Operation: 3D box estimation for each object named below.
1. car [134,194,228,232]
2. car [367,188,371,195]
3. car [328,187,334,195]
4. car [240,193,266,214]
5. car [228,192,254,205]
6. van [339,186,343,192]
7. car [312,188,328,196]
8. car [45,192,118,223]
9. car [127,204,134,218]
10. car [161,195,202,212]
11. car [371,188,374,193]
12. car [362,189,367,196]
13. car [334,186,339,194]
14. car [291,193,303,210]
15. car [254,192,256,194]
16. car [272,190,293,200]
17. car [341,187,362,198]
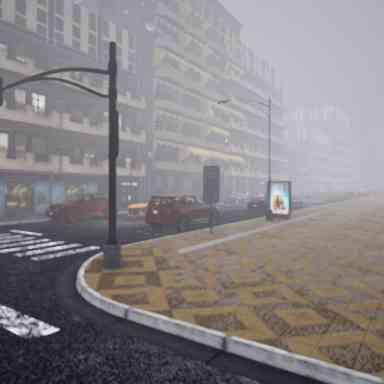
[{"bbox_3d":[-0.389,1.007,17.885,2.192,1.841,5.009,2,2,35],"label":"car"},{"bbox_3d":[34.559,0.076,67.909,1.887,1.381,4.507,2,2,35],"label":"car"},{"bbox_3d":[30.823,-0.062,77.194,1.887,1.381,4.507,2,2,35],"label":"car"},{"bbox_3d":[5.964,1.050,26.986,1.947,1.339,4.313,2,2,35],"label":"car"},{"bbox_3d":[5.411,0.794,40.825,2.008,1.369,4.403,2,2,35],"label":"car"},{"bbox_3d":[37.178,-0.481,86.280,1.690,1.788,3.998,2,2,35],"label":"van"},{"bbox_3d":[27.647,-0.059,72.644,1.967,1.590,4.097,2,2,35],"label":"car"},{"bbox_3d":[-7.293,0.975,22.634,2.192,1.841,5.009,2,2,35],"label":"car"},{"bbox_3d":[-2.643,1.065,24.801,1.882,1.535,5.008,0,1,35],"label":"car"},{"bbox_3d":[-0.942,1.035,31.734,1.802,1.307,4.206,2,2,35],"label":"car"},{"bbox_3d":[37.736,-0.031,72.457,1.887,1.381,4.507,2,2,35],"label":"car"},{"bbox_3d":[31.382,0.078,63.359,1.967,1.590,4.097,2,2,35],"label":"car"},{"bbox_3d":[34.001,-0.274,81.737,1.967,1.590,4.097,2,2,35],"label":"car"},{"bbox_3d":[9.141,0.945,31.533,1.947,1.339,4.313,2,2,35],"label":"car"},{"bbox_3d":[8.587,0.720,45.371,1.802,1.307,4.206,2,2,35],"label":"car"},{"bbox_3d":[14.941,0.471,54.463,1.887,1.381,4.507,2,2,35],"label":"car"},{"bbox_3d":[28.205,0.289,58.815,1.887,1.381,4.507,2,2,35],"label":"car"}]
